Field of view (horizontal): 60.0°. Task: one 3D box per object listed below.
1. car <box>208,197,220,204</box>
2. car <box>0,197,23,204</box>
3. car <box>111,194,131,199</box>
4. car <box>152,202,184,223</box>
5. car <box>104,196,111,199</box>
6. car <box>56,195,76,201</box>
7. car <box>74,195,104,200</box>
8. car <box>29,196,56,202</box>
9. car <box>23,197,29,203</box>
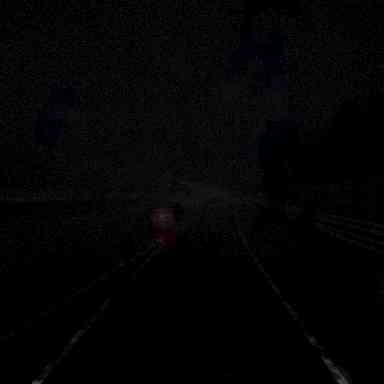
[{"bbox_3d":[4.511,1.838,73.525,2.033,1.411,5.357,0,-1,8],"label":"car"},{"bbox_3d":[-21.608,1.561,37.261,1.837,1.490,4.892,0,-1,8],"label":"car"},{"bbox_3d":[-13.953,1.419,67.462,2.150,2.045,5.566,0,0,8],"label":"car"},{"bbox_3d":[-1.795,1.572,26.310,1.837,1.490,4.892,0,0,8],"label":"car"},{"bbox_3d":[-17.256,1.694,69.173,1.837,1.490,4.892,0,0,8],"label":"car"},{"bbox_3d":[-19.325,1.615,53.972,2.128,1.511,4.902,0,0,8],"label":"car"},{"bbox_3d":[-16.062,1.629,52.086,1.837,1.490,4.892,0,0,8],"label":"car"},{"bbox_3d":[-23.047,1.461,52.614,2.097,1.767,4.553,0,0,8],"label":"car"},{"bbox_3d":[-26.540,1.578,52.844,1.882,1.535,5.008,0,0,8],"label":"car"}]
